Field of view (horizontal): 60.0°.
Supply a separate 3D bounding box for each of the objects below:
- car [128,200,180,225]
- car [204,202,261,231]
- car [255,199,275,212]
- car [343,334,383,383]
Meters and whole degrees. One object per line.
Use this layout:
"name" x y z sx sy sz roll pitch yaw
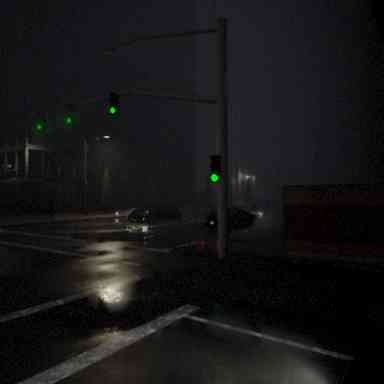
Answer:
"car" -2.939 1.539 26.345 2.097 1.767 4.553 -1 0 36
"car" 2.548 1.661 21.815 1.812 1.442 4.674 -1 0 36
"car" 9.105 1.663 43.100 1.882 1.535 5.008 -1 0 36
"car" 3.528 1.531 1.471 5.357 1.411 2.033 -1 0 35
